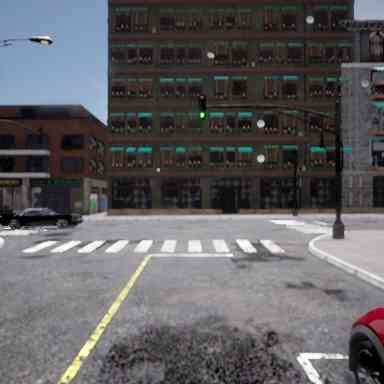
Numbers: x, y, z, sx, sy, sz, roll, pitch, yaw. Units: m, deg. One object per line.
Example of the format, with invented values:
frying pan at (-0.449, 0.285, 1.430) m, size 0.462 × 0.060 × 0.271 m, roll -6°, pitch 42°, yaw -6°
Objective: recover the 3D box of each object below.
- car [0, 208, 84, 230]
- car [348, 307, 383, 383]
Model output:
car at (-9.429, 1.685, 21.145) m, size 4.718 × 1.301 × 1.895 m, roll -1°, pitch -1°, yaw 1°
car at (2.747, 1.444, 2.198) m, size 1.967 × 1.590 × 4.097 m, roll 1°, pitch 0°, yaw 0°
